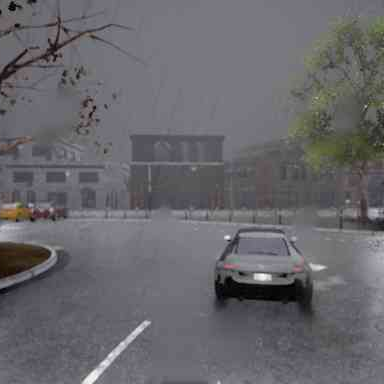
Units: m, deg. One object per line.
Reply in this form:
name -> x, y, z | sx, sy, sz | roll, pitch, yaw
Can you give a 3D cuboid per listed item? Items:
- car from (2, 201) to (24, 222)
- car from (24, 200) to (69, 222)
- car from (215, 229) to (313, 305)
car -> -15.644, 1.769, 29.500 | 2.097, 1.535, 5.008 | -1, 0, -4
car -> -12.616, 1.598, 29.679 | 2.185, 1.767, 4.553 | -1, 0, -4
car -> 1.718, 1.604, 8.332 | 1.994, 1.385, 4.181 | 0, 0, 11
